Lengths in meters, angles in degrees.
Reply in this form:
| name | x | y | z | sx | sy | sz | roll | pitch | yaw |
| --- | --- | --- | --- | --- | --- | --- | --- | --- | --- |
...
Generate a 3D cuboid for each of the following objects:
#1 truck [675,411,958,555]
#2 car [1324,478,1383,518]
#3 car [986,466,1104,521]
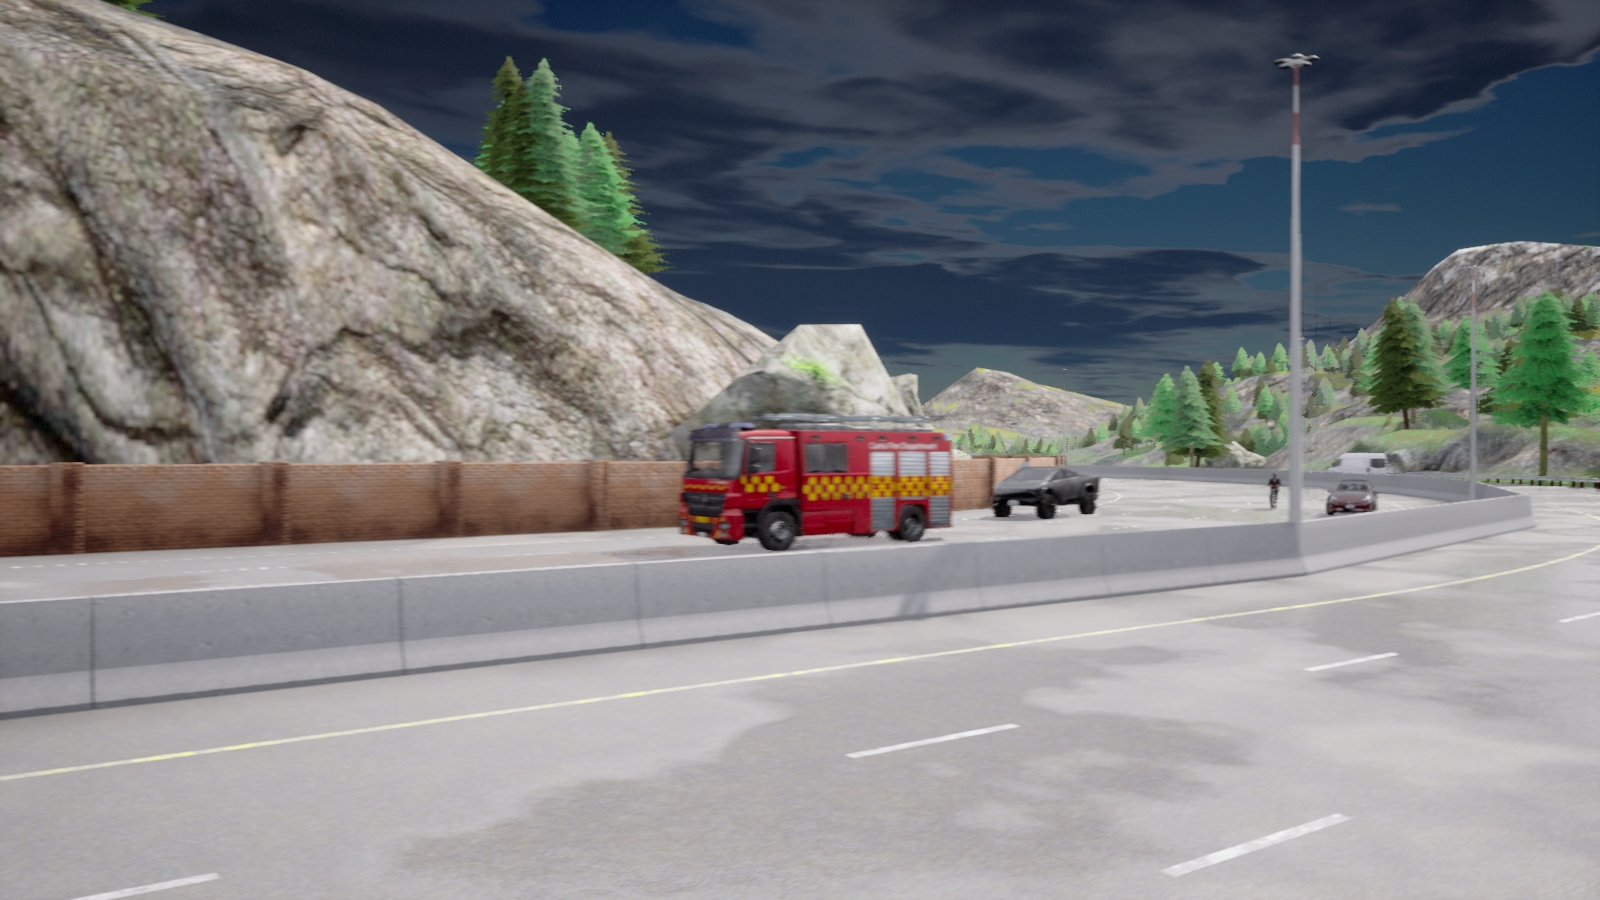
| name | x | y | z | sx | sy | sz | roll | pitch | yaw |
| --- | --- | --- | --- | --- | --- | --- | --- | --- | --- |
| truck | 0.665 | 0.889 | 34.104 | 8.468 | 3.827 | 2.891 | 0 | 0 | -38 |
| car | 24.062 | 2.058 | 49.614 | 2.007 | 1.525 | 4.514 | 0 | 0 | 30 |
| car | 10.410 | 1.759 | 48.142 | 2.390 | 2.098 | 6.274 | 0 | 0 | 37 |
